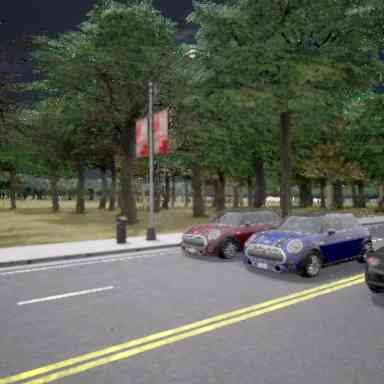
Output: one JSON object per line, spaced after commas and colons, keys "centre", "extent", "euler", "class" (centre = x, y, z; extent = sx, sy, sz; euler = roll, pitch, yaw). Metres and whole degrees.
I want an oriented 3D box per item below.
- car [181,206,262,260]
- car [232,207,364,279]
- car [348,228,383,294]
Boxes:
{"centre": [1.790, 1.483, 13.138], "extent": [4.553, 1.767, 2.097], "euler": [0, -1, -37], "class": "car"}
{"centre": [3.743, 1.451, 10.539], "extent": [4.553, 1.767, 2.097], "euler": [0, -1, -37], "class": "car"}
{"centre": [5.799, 1.592, 7.768], "extent": [4.674, 1.442, 1.812], "euler": [0, -1, -37], "class": "car"}
